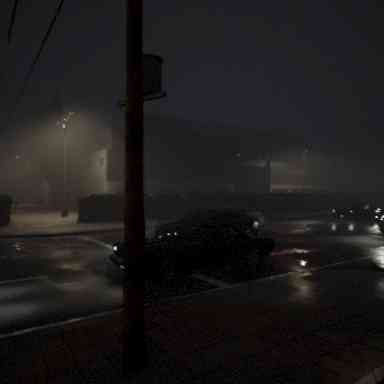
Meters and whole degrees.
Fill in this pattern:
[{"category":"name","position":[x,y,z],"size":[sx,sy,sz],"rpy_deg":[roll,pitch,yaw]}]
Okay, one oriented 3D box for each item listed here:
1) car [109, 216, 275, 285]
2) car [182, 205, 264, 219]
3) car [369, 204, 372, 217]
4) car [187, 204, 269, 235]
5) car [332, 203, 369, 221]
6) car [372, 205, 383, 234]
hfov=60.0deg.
[{"category":"car","position":[0.126,1.588,9.551],"size":[4.718,1.301,1.895],"rpy_deg":[0,0,-35]},{"category":"car","position":[0.771,1.486,14.261],"size":[4.892,1.490,1.837],"rpy_deg":[0,0,-35]},{"category":"car","position":[15.334,1.334,24.247],"size":[4.553,1.767,2.097],"rpy_deg":[0,0,-34]},{"category":"car","position":[2.174,1.501,19.361],"size":[4.674,1.442,1.812],"rpy_deg":[0,0,-35]},{"category":"car","position":[13.554,1.577,27.270],"size":[4.718,1.301,1.895],"rpy_deg":[0,0,-34]},{"category":"car","position":[11.986,1.339,17.717],"size":[4.553,1.767,2.097],"rpy_deg":[0,0,-34]}]
